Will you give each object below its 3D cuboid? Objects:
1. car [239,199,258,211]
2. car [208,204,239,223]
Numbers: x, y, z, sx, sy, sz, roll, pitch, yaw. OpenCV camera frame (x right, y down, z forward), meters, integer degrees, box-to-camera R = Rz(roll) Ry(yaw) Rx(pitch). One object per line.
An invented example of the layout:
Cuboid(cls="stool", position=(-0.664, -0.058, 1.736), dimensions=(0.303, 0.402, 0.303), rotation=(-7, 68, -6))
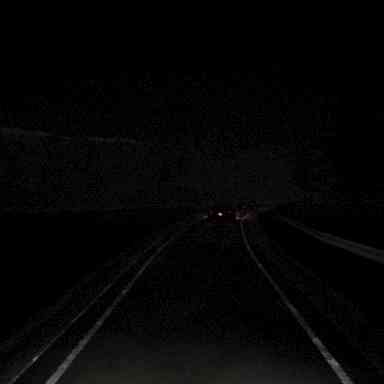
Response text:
Cuboid(cls="car", position=(7.108, 1.566, 42.091), dimensions=(1.812, 1.442, 4.674), rotation=(0, 0, 21))
Cuboid(cls="car", position=(2.414, 1.586, 26.141), dimensions=(1.994, 1.385, 4.181), rotation=(0, 0, 10))
